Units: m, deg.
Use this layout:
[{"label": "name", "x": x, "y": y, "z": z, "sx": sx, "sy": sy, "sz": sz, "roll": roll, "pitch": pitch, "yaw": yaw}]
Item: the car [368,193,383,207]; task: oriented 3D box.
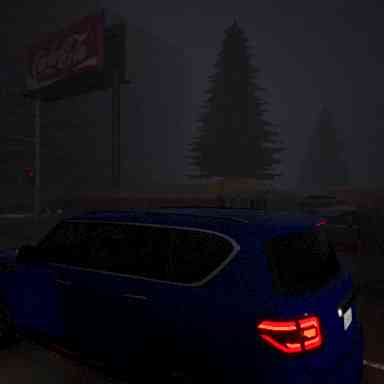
[{"label": "car", "x": 26.623, "y": 1.285, "z": 47.790, "sx": 3.988, "sy": 1.617, "sz": 1.851, "roll": 0, "pitch": 0, "yaw": 35}]

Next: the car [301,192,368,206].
[{"label": "car", "x": 9.182, "y": 1.149, "z": 22.000, "sx": 3.866, "sy": 1.878, "sz": 1.905, "roll": 0, "pitch": 0, "yaw": 35}]

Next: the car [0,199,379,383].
[{"label": "car", "x": -0.780, "y": 1.221, "z": 4.555, "sx": 5.566, "sy": 2.045, "sz": 2.150, "roll": 0, "pitch": 0, "yaw": 36}]

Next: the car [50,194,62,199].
[{"label": "car", "x": -13.975, "y": 1.220, "z": 36.236, "sx": 2.150, "sy": 2.045, "sz": 5.566, "roll": 0, "pitch": 0, "yaw": 35}]

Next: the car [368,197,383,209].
[{"label": "car", "x": 11.122, "y": 1.338, "z": 24.057, "sx": 4.193, "sy": 1.474, "sz": 1.816, "roll": 0, "pitch": 0, "yaw": 35}]
